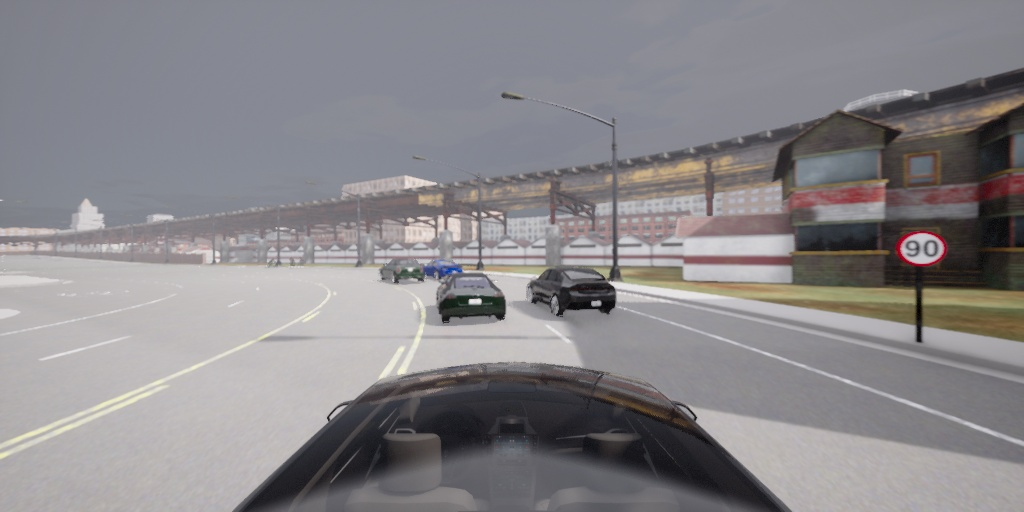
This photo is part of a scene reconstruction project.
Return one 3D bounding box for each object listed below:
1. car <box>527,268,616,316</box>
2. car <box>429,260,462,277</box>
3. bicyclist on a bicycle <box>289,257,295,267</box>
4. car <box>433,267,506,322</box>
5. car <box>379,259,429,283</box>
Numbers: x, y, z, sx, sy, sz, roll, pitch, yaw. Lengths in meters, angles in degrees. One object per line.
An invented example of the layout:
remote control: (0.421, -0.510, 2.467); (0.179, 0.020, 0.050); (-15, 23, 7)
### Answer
car: (1.918, 1.144, 12.871); (1.837, 1.490, 4.892); (0, 0, -13)
car: (-5.840, 1.051, 29.067); (1.882, 1.535, 5.008); (-1, 0, -36)
bicyclist on a bicycle: (-33.698, 0.907, 54.918); (1.656, 1.620, 0.582); (0, 0, 38)
car: (-1.496, 1.241, 12.110); (1.994, 1.385, 4.181); (-1, 1, -13)
car: (-8.182, 0.970, 26.331); (2.097, 1.767, 4.553); (-1, 1, -35)
